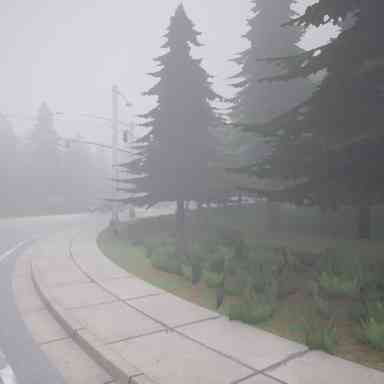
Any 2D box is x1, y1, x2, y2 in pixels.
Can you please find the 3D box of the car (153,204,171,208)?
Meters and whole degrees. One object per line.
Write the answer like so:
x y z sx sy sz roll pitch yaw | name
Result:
-4.548 1.525 45.398 1.812 1.442 4.674 0 0 29 | car

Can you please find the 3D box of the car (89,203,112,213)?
-9.179 1.491 36.486 2.128 1.511 4.902 0 0 27 | car
